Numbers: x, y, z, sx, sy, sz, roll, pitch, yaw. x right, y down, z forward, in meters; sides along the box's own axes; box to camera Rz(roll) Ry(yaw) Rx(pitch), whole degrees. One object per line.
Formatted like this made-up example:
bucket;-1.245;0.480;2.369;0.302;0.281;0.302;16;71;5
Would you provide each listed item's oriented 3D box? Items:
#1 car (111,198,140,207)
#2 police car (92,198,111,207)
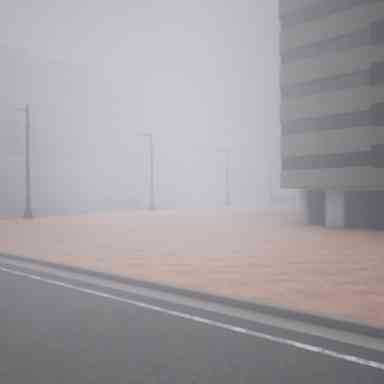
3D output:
car;-11.827;1.929;61.050;1.882;1.535;5.008;-1;0;36
police car;-15.948;1.910;61.213;1.930;1.638;5.238;-1;0;36
